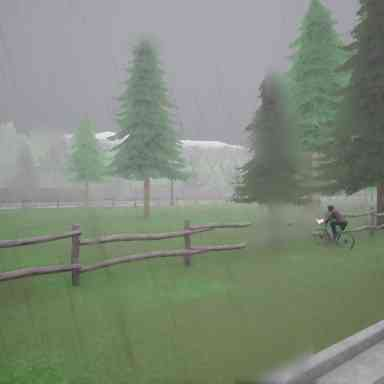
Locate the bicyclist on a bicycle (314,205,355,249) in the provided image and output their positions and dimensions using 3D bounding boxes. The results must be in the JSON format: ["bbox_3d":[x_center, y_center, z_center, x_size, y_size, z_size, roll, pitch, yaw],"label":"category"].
[{"bbox_3d":[5.418,1.348,12.706,0.582,1.620,1.656,0,3,-37],"label":"bicyclist on a bicycle"}]
